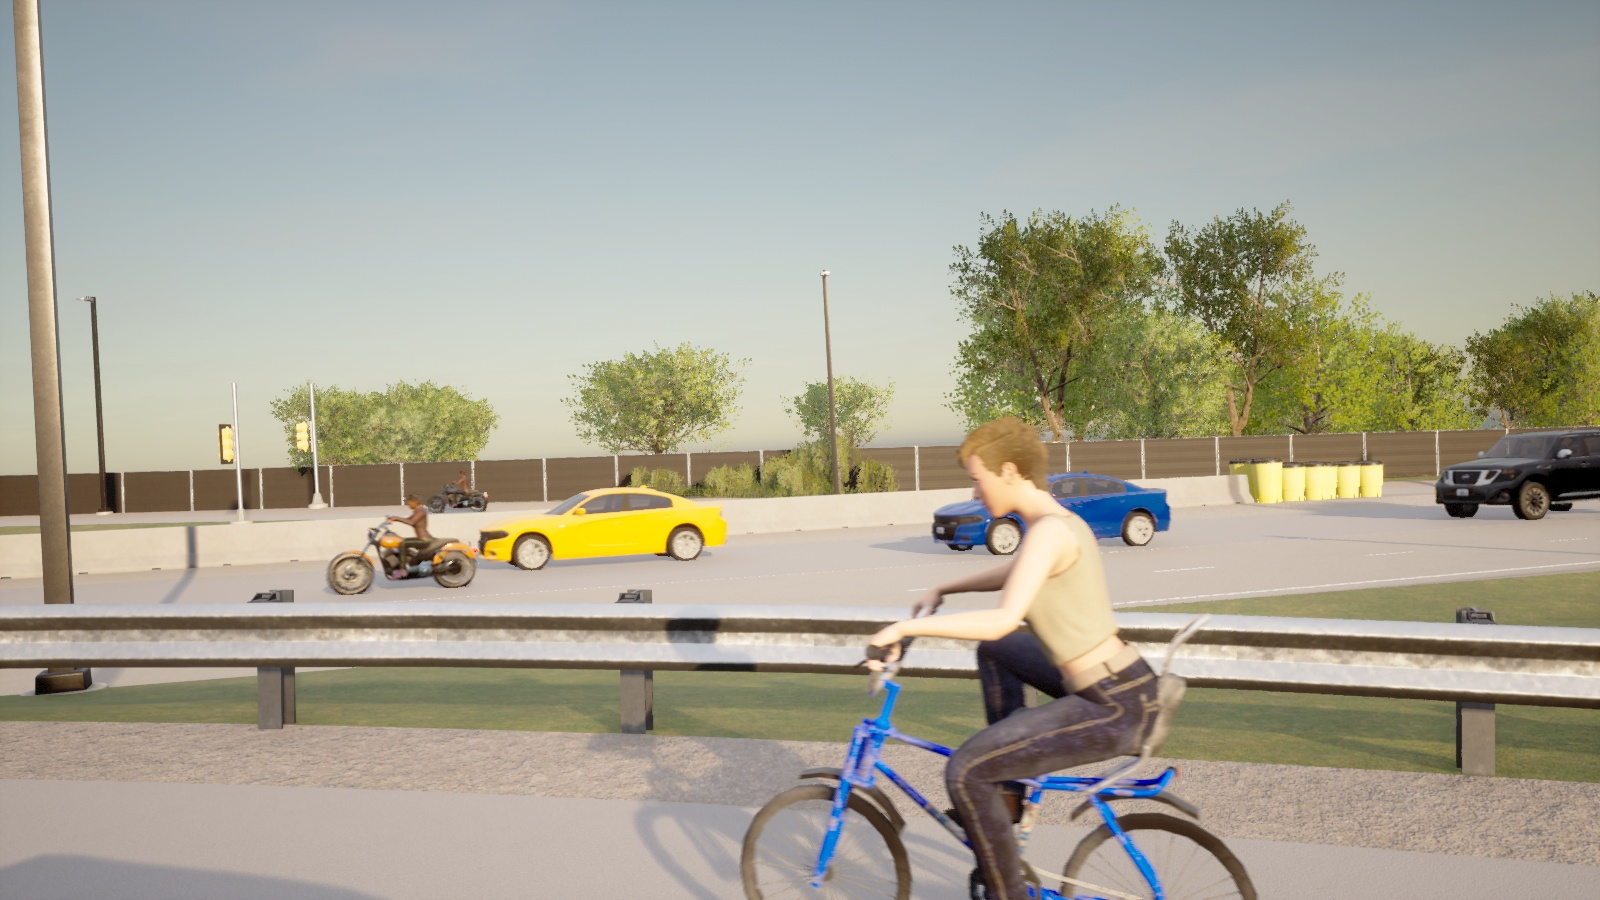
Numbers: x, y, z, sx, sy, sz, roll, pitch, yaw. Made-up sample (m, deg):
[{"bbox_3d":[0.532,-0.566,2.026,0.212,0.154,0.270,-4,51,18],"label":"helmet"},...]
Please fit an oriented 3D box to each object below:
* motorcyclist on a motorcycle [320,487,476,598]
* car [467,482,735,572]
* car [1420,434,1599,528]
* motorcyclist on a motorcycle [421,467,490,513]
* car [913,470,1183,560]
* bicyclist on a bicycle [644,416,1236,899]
[{"bbox_3d":[-6.593,1.482,20.584,2.350,1.649,0.766,-1,-1,-21],"label":"motorcyclist on a motorcycle"},{"bbox_3d":[-4.014,1.489,25.348,5.008,1.535,1.882,-1,-1,-21],"label":"car"},{"bbox_3d":[17.912,0.688,30.164,5.566,2.045,2.150,-1,-1,-21],"label":"car"},{"bbox_3d":[-13.003,1.496,47.383,2.350,1.649,0.766,-1,0,6],"label":"motorcyclist on a motorcycle"},{"bbox_3d":[4.959,1.246,25.097,5.008,1.535,1.882,-1,-1,-21],"label":"car"},{"bbox_3d":[0.441,0.720,3.595,1.509,1.612,0.866,0,1,20],"label":"bicyclist on a bicycle"}]
